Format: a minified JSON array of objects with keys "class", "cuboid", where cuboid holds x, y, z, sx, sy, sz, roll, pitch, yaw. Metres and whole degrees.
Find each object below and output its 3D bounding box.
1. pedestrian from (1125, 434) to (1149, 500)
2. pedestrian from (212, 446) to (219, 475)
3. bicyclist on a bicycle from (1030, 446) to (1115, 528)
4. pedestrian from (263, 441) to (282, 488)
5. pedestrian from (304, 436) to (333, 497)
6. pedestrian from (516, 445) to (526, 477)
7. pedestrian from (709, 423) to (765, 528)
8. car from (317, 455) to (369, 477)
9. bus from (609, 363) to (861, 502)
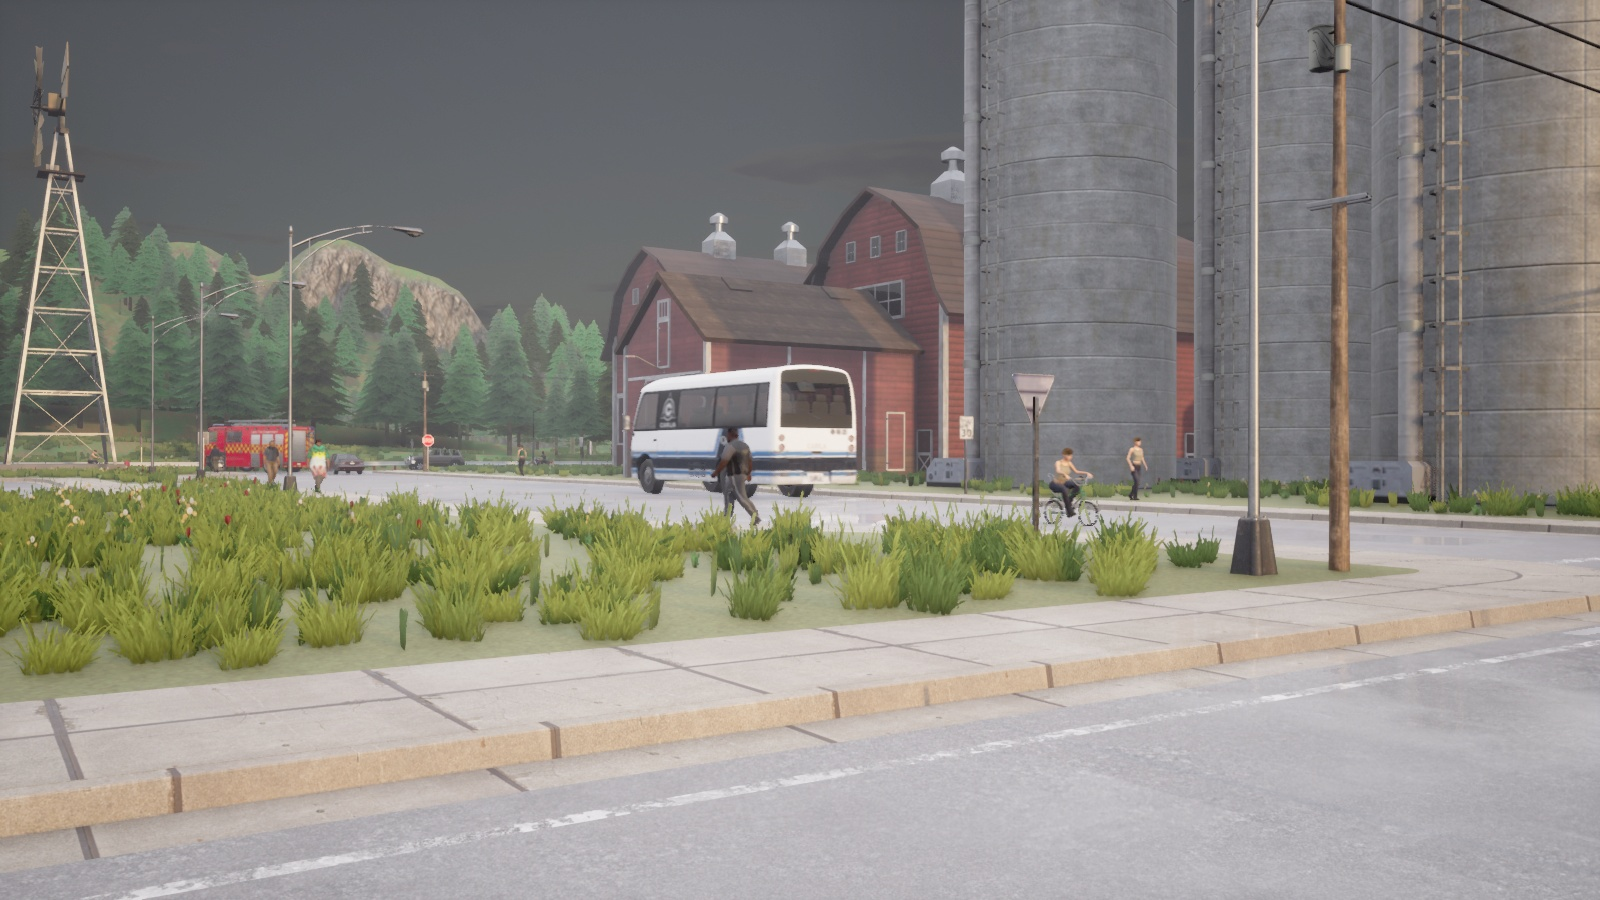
[{"class":"pedestrian","cuboid":[9.465,0.466,35.298,0.345,1.836,0.594,0,0,-27]},{"class":"pedestrian","cuboid":[-37.592,0.677,80.762,0.370,1.835,0.726,0,0,-32]},{"class":"bicyclist on a bicycle","cuboid":[5.564,0.732,25.669,0.866,1.612,1.509,0,0,-34]},{"class":"pedestrian","cuboid":[-20.648,0.564,49.121,0.540,1.848,0.694,0,0,-35]},{"class":"pedestrian","cuboid":[-15.746,0.534,41.040,0.659,1.952,0.873,0,0,-37]},{"class":"pedestrian","cuboid":[-15.851,0.608,71.452,0.345,1.836,0.594,0,0,-35]},{"class":"pedestrian","cuboid":[-1.157,0.459,23.048,0.849,1.883,0.563,0,0,28]},{"class":"car","cuboid":[-30.877,1.064,84.766,2.033,1.411,5.357,0,0,-34]},{"class":"bus","cuboid":[-2.564,-0.520,43.633,3.944,4.253,10.273,0,0,-35]}]
